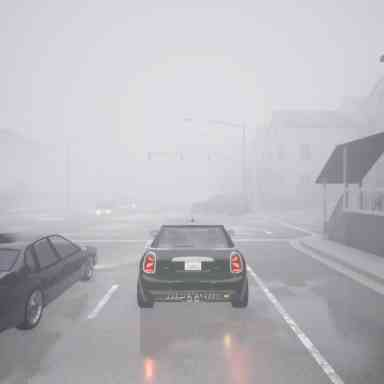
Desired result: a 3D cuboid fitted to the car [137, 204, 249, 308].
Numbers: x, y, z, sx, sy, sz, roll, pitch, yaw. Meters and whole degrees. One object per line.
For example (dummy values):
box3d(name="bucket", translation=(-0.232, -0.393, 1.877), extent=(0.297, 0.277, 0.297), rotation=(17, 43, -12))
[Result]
box3d(name="car", translation=(0.005, 1.352, 8.104), extent=(2.097, 1.767, 4.553), rotation=(0, 0, 0))

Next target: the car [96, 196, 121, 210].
box3d(name="car", translation=(-11.030, 1.564, 43.200), extent=(1.994, 1.385, 4.181), rotation=(0, 0, -1))

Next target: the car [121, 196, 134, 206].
box3d(name="car", translation=(-11.120, 1.352, 52.863), extent=(2.097, 1.767, 4.553), rotation=(0, 0, -1))

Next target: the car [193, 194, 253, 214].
box3d(name="car", translation=(2.633, 1.238, 29.601), extent=(5.566, 2.045, 2.150), rotation=(0, 1, 24))

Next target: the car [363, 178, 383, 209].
box3d(name="car", translation=(16.730, -0.216, 28.009), extent=(5.566, 2.045, 2.150), rotation=(-21, 1, -2))

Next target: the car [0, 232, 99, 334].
box3d(name="car", translation=(-3.486, 1.547, 6.823), extent=(2.033, 1.411, 5.357), rotation=(0, 0, 0))

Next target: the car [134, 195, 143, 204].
box3d(name="car", translation=(-11.185, 1.491, 63.167), extent=(2.128, 1.511, 4.902), rotation=(0, 0, 0))

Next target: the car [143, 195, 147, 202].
box3d(name="car", translation=(-11.254, 1.500, 75.114), extent=(2.128, 1.511, 4.902), rotation=(0, 0, -1))
